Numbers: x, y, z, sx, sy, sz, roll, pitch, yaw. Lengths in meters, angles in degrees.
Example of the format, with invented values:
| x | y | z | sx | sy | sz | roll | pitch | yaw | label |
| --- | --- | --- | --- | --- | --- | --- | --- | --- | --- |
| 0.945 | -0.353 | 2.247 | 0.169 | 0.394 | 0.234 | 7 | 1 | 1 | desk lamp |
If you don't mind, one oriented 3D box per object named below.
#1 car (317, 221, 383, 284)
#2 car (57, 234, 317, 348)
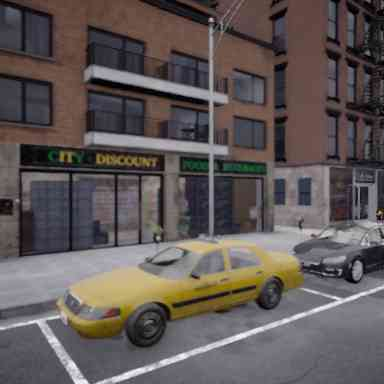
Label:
| x | y | z | sx | sy | sz | roll | pitch | yaw | label |
| --- | --- | --- | --- | --- | --- | --- | --- | --- | --- |
| 4.634 | 1.553 | 9.504 | 4.403 | 1.369 | 2.008 | 0 | 0 | -35 | car |
| 0.094 | 1.526 | 6.269 | 4.829 | 1.417 | 1.752 | 0 | 0 | -35 | car |
